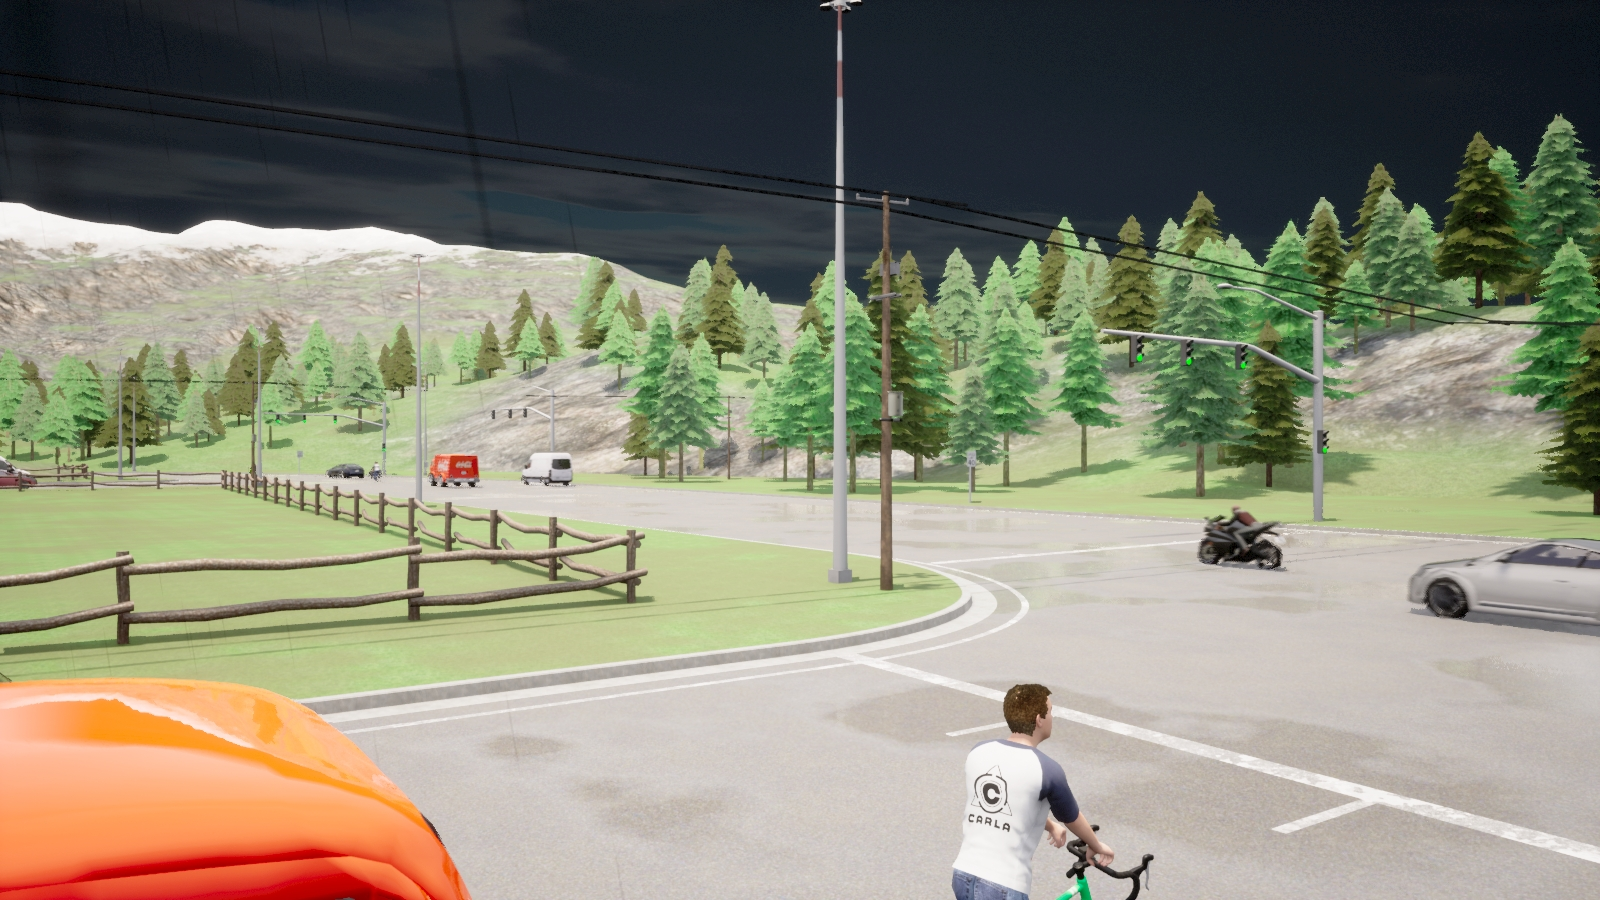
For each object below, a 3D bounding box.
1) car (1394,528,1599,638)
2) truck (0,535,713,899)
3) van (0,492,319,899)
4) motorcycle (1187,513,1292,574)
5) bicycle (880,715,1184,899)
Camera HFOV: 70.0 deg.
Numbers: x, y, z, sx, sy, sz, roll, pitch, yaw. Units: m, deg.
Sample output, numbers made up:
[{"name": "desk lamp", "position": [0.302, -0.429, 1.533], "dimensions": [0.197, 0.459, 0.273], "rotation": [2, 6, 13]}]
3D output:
[{"name": "car", "position": [12.157, 2.105, 18.355], "dimensions": [1.994, 1.385, 4.181], "rotation": [0, 0, -35]}, {"name": "truck", "position": [-3.046, 1.575, 1.732], "dimensions": [5.204, 2.467, 2.627], "rotation": [-1, 0, -34]}, {"name": "van", "position": [-5.215, 1.535, 4.399], "dimensions": [5.915, 2.561, 1.988], "rotation": [0, 0, -35]}, {"name": "motorcycle", "position": [10.385, 2.189, 27.075], "dimensions": [0.867, 1.251, 2.209], "rotation": [0, 0, -35]}, {"name": "bicycle", "position": [1.060, 2.053, 4.957], "dimensions": [1.643, 1.496, 0.373], "rotation": [0, 0, -41]}]
